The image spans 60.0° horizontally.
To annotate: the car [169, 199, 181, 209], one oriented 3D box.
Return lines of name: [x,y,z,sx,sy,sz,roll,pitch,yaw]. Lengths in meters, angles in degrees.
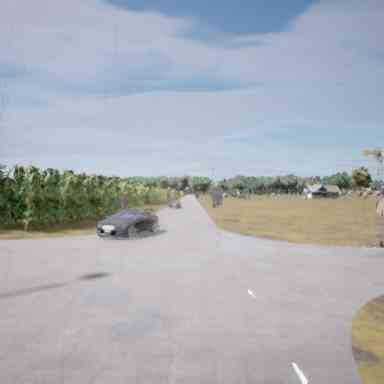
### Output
car: [-2.766,1.987,55.106,2.128,1.511,4.902,0,0,0]

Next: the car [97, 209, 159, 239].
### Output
car: [-3.493,1.738,19.134,2.128,1.511,4.902,2,0,18]
